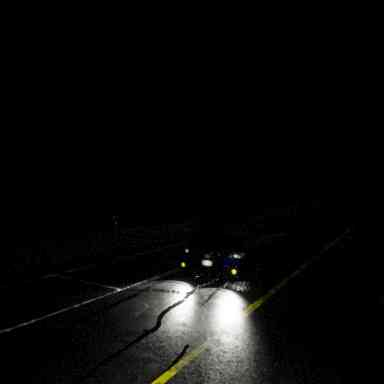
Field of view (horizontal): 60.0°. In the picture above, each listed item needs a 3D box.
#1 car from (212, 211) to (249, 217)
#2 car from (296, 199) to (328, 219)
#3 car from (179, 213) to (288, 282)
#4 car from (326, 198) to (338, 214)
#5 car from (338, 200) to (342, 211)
[{"bbox_3d":[1.756,1.566,15.359,1.947,1.339,4.313,0,0,32],"label":"car"},{"bbox_3d":[10.446,1.582,29.474,1.802,1.307,4.206,0,0,32],"label":"car"},{"bbox_3d":[1.409,1.564,9.898,1.994,1.385,4.181,0,0,32],"label":"car"},{"bbox_3d":[13.342,1.567,34.179,1.947,1.339,4.313,0,0,32],"label":"car"},{"bbox_3d":[16.239,1.441,38.884,1.967,1.590,4.097,0,0,32],"label":"car"}]
